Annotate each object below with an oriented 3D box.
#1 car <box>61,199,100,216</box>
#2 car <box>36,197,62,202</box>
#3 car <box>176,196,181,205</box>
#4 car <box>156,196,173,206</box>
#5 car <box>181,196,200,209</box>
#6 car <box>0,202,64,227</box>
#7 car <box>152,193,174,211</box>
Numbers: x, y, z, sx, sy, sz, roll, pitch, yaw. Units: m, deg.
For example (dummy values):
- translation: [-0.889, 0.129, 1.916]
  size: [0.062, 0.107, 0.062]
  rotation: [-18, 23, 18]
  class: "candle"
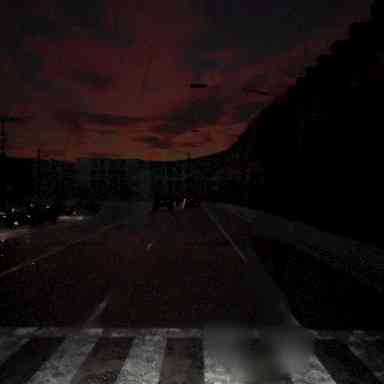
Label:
- translation: [-10.551, 1.487, 32.553]
  size: [2.033, 1.411, 5.357]
  rotation: [0, 0, 0]
  class: "car"
- translation: [-14.051, 1.291, 32.685]
  size: [2.097, 1.767, 4.553]
  rotation: [0, 0, 0]
  class: "car"
- translation: [-1.277, 1.391, 54.269]
  size: [2.128, 1.511, 4.902]
  rotation: [0, 0, -17]
  class: "car"
- translation: [-4.389, 1.408, 52.315]
  size: [1.837, 1.490, 4.892]
  rotation: [0, 0, -14]
  class: "car"
- translation: [-0.024, 1.409, 44.188]
  size: [2.128, 1.511, 4.902]
  rotation: [0, 0, -3]
  class: "car"
- translation: [-10.570, 1.559, 22.211]
  size: [1.895, 1.301, 4.718]
  rotation: [0, 0, 0]
  class: "car"
- translation: [-3.409, 1.147, 39.569]
  size: [2.150, 2.045, 5.566]
  rotation: [0, 0, 0]
  class: "car"
